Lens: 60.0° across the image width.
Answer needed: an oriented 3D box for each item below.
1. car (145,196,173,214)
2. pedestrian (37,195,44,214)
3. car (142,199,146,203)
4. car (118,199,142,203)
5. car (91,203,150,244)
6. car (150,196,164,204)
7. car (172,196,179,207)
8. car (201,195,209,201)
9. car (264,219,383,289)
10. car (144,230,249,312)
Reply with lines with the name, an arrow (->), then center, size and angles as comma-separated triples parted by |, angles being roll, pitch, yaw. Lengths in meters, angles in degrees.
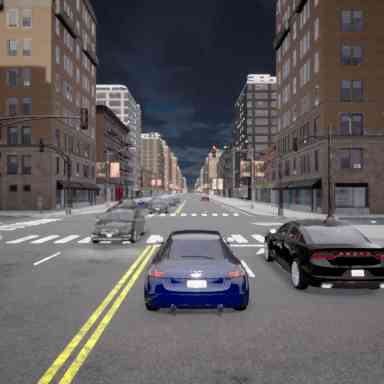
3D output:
car -> -3.384, 1.504, 34.944 | 1.837, 1.490, 4.892 | 0, 0, 0
pedestrian -> -14.169, 1.170, 31.092 | 0.375, 1.860, 0.375 | 0, 0, 0
car -> -6.639, 1.598, 46.453 | 1.895, 1.301, 4.718 | 0, 0, 0
car -> -6.630, 1.505, 33.507 | 1.837, 1.490, 4.892 | 0, 0, 0
car -> -3.361, 1.503, 15.944 | 1.837, 1.490, 4.892 | 0, 0, 0
car -> -6.613, 1.484, 63.178 | 2.128, 1.511, 4.902 | 0, 0, 0
car -> -3.388, 1.560, 50.196 | 1.994, 1.385, 4.181 | 0, 0, 0
car -> 3.180, 1.464, 80.583 | 1.882, 1.535, 5.008 | 0, 0, 0
car -> 3.330, 1.478, 9.159 | 1.882, 1.535, 5.008 | 0, 0, 0
car -> 0.081, 1.564, 7.781 | 1.994, 1.385, 4.181 | 0, 0, 0
